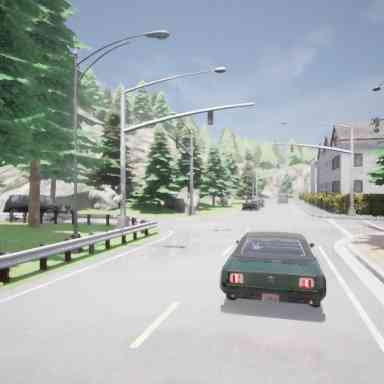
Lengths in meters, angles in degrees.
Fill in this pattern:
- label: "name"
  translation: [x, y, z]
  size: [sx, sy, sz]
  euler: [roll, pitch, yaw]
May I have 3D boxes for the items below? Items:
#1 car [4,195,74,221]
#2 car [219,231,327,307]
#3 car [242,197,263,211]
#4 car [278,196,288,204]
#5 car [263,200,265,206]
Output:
- label: "car"
  translation: [-12.368, 1.237, 26.911]
  size: [5.566, 2.045, 2.150]
  euler: [0, 0, 15]
- label: "car"
  translation: [1.986, 1.601, 8.067]
  size: [1.895, 1.301, 4.718]
  euler: [0, 0, 15]
- label: "car"
  translation: [7.332, 1.601, 41.207]
  size: [1.895, 1.301, 4.718]
  euler: [0, 0, 16]
- label: "car"
  translation: [17.362, 1.547, 63.527]
  size: [2.033, 1.411, 5.357]
  euler: [0, 0, 16]
- label: "car"
  translation: [10.072, 1.491, 51.024]
  size: [2.128, 1.511, 4.902]
  euler: [0, 0, 16]
